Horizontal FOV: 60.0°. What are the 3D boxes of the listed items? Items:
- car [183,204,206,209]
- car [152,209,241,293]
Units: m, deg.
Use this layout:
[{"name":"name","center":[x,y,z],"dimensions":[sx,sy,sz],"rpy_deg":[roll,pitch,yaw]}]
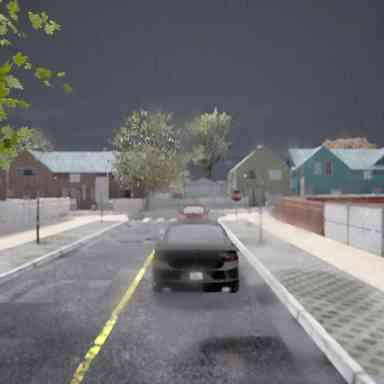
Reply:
[{"name":"car","center":[0.141,1.466,20.077],"dimensions":[1.812,1.442,4.674],"rpy_deg":[0,0,1]},{"name":"car","center":[0.091,1.451,8.843],"dimensions":[1.882,1.535,5.008],"rpy_deg":[0,0,0]}]
